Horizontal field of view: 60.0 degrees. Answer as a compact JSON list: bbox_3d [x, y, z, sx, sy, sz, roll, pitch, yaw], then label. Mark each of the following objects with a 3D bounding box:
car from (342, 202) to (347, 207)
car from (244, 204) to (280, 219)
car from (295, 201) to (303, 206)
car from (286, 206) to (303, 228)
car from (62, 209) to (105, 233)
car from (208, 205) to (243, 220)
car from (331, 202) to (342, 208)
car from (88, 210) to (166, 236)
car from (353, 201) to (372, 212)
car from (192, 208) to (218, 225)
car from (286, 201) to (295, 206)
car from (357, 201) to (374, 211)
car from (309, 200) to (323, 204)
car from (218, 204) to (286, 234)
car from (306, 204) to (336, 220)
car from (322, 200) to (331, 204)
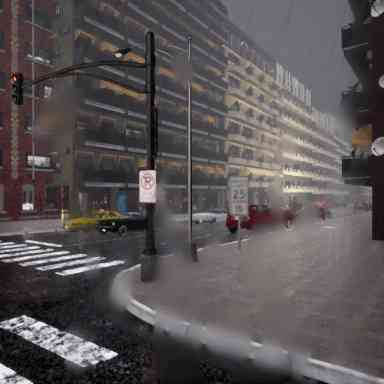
[{"bbox_3d":[39.419,3.282,87.036,1.947,1.339,4.313,-1,-2,35],"label":"car"},{"bbox_3d":[7.954,2.171,37.510,2.128,1.511,4.902,0,-1,35],"label":"car"},{"bbox_3d":[16.686,2.340,54.558,2.192,1.841,5.009,-1,-2,35],"label":"car"},{"bbox_3d":[7.326,2.043,26.616,1.887,1.381,4.507,-1,-2,35],"label":"car"},{"bbox_3d":[-6.141,1.834,21.932,1.752,1.417,4.829,-1,-2,35],"label":"car"},{"bbox_3d":[3.699,2.164,35.992,1.887,1.381,4.507,-1,-2,35],"label":"car"},{"bbox_3d":[32.924,3.067,77.754,1.887,1.381,4.507,-1,-2,35],"label":"car"},{"bbox_3d":[-3.762,1.911,20.789,1.895,1.301,4.718,0,-1,35],"label":"car"},{"bbox_3d":[30.053,2.522,59.102,2.192,1.841,5.009,-1,-2,35],"label":"car"},{"bbox_3d":[1.982,2.093,28.997,1.895,1.301,4.718,0,-1,35],"label":"car"},{"bbox_3d":[13.342,2.446,49.773,1.752,1.417,4.829,-1,-2,35],"label":"car"},{"bbox_3d":[33.301,2.621,63.743,2.192,1.841,5.009,-1,-2,35],"label":"car"},{"bbox_3d":[23.182,2.771,63.834,1.887,1.381,4.507,-1,-2,35],"label":"car"},{"bbox_3d":[4.077,1.711,21.982,2.192,1.841,5.009,-1,-2,35],"label":"car"},{"bbox_3d":[13.820,2.284,35.895,1.802,1.307,4.206,-1,-2,35],"label":"car"},{"bbox_3d":[26.427,2.640,68.479,2.192,1.841,5.009,-1,-2,35],"label":"car"}]
